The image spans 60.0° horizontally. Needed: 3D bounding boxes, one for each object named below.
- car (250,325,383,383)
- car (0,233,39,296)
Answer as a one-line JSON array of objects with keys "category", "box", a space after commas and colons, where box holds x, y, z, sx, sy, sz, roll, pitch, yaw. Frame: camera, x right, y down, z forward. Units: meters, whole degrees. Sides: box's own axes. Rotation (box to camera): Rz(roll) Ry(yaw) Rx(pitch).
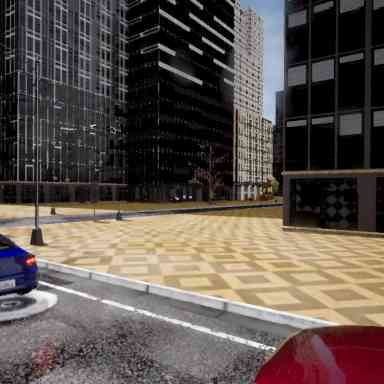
[{"category": "car", "box": [2.367, 1.564, 1.988, 4.181, 1.385, 1.994, 0, 0, 35]}, {"category": "car", "box": [-5.236, 1.522, 7.415, 4.674, 1.442, 1.812, 0, 0, 36]}]
